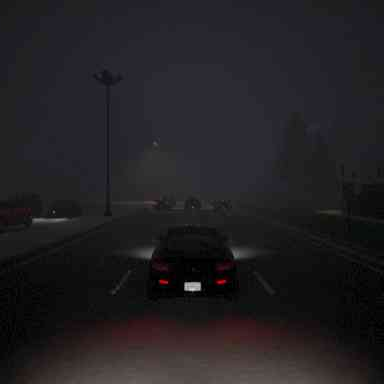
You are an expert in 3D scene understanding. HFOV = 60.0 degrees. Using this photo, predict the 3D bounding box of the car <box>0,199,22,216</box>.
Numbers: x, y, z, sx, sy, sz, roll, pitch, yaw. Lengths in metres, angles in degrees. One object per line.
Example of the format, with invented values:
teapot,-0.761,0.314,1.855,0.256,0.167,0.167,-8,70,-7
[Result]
car,-18.436,1.422,31.839,1.837,1.490,4.892,0,0,0

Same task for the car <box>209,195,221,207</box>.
car,3.599,1.225,49.190,2.097,1.767,4.553,0,0,0

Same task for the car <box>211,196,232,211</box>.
car,3.579,1.499,39.247,1.895,1.301,4.718,0,0,0

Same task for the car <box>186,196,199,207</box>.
car,0.099,1.378,49.227,1.837,1.490,4.892,0,0,0

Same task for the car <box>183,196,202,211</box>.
car,0.078,1.404,38.807,1.837,1.490,4.892,0,0,0

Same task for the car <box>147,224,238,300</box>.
car,0.017,1.504,8.197,1.812,1.442,4.674,0,0,0

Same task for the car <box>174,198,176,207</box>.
car,-3.401,1.437,49.234,1.994,1.385,4.181,0,0,0

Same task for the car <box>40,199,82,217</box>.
car,-11.439,1.427,30.014,1.837,1.490,4.892,0,0,0

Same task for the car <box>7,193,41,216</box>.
car,-14.942,1.147,28.774,2.150,2.045,5.566,0,0,0

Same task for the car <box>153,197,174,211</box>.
car,-3.421,1.424,39.231,1.812,1.442,4.674,0,0,0

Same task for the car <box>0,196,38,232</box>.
car,-11.465,1.300,19.839,2.097,1.767,4.553,0,0,0
